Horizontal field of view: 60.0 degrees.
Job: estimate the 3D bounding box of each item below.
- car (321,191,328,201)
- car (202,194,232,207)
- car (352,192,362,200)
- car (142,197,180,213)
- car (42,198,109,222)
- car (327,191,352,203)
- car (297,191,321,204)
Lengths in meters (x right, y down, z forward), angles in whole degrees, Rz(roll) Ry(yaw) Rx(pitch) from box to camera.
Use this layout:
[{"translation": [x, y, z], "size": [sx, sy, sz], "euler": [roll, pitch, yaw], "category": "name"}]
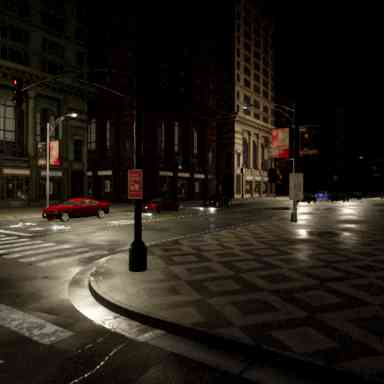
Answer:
[{"translation": [22.069, 0.594, 55.470], "size": [2.097, 1.767, 4.553], "euler": [0, 1, 36], "category": "car"}, {"translation": [3.054, 1.008, 40.252], "size": [1.837, 1.490, 4.892], "euler": [0, 1, 36], "category": "car"}, {"translation": [29.565, 0.676, 60.404], "size": [1.812, 1.442, 4.674], "euler": [0, 1, 35], "category": "car"}, {"translation": [-2.982, 1.199, 31.769], "size": [1.994, 1.385, 4.181], "euler": [0, 1, 36], "category": "car"}, {"translation": [-8.350, 1.231, 24.221], "size": [1.882, 1.535, 5.008], "euler": [0, 1, 35], "category": "car"}, {"translation": [22.408, 0.834, 50.329], "size": [1.812, 1.442, 4.674], "euler": [0, 1, 36], "category": "car"}, {"translation": [16.226, 0.861, 47.245], "size": [2.128, 1.511, 4.902], "euler": [0, 1, 36], "category": "car"}]
